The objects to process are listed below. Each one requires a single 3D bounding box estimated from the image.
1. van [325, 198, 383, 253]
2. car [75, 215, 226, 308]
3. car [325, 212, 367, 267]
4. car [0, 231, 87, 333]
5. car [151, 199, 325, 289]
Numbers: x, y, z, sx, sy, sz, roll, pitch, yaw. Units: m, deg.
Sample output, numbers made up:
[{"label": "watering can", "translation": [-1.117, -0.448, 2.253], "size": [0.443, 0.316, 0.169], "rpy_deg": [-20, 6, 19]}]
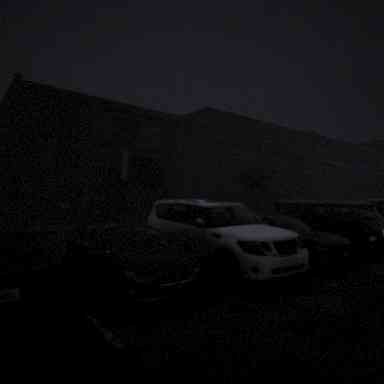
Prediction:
[{"label": "van", "translation": [5.258, 1.302, 12.969], "size": [1.878, 1.987, 4.442], "rpy_deg": [0, 0, -35]}, {"label": "car", "translation": [-1.674, 1.491, 8.195], "size": [2.231, 1.521, 4.892], "rpy_deg": [0, 0, -35]}, {"label": "car", "translation": [2.900, 1.515, 11.444], "size": [2.097, 1.535, 5.008], "rpy_deg": [0, 0, -35]}, {"label": "car", "translation": [-3.969, 1.508, 6.596], "size": [2.163, 1.488, 4.792], "rpy_deg": [0, 0, -35]}, {"label": "car", "translation": [0.635, 1.251, 9.794], "size": [2.435, 2.045, 5.566], "rpy_deg": [0, 0, -35]}]
